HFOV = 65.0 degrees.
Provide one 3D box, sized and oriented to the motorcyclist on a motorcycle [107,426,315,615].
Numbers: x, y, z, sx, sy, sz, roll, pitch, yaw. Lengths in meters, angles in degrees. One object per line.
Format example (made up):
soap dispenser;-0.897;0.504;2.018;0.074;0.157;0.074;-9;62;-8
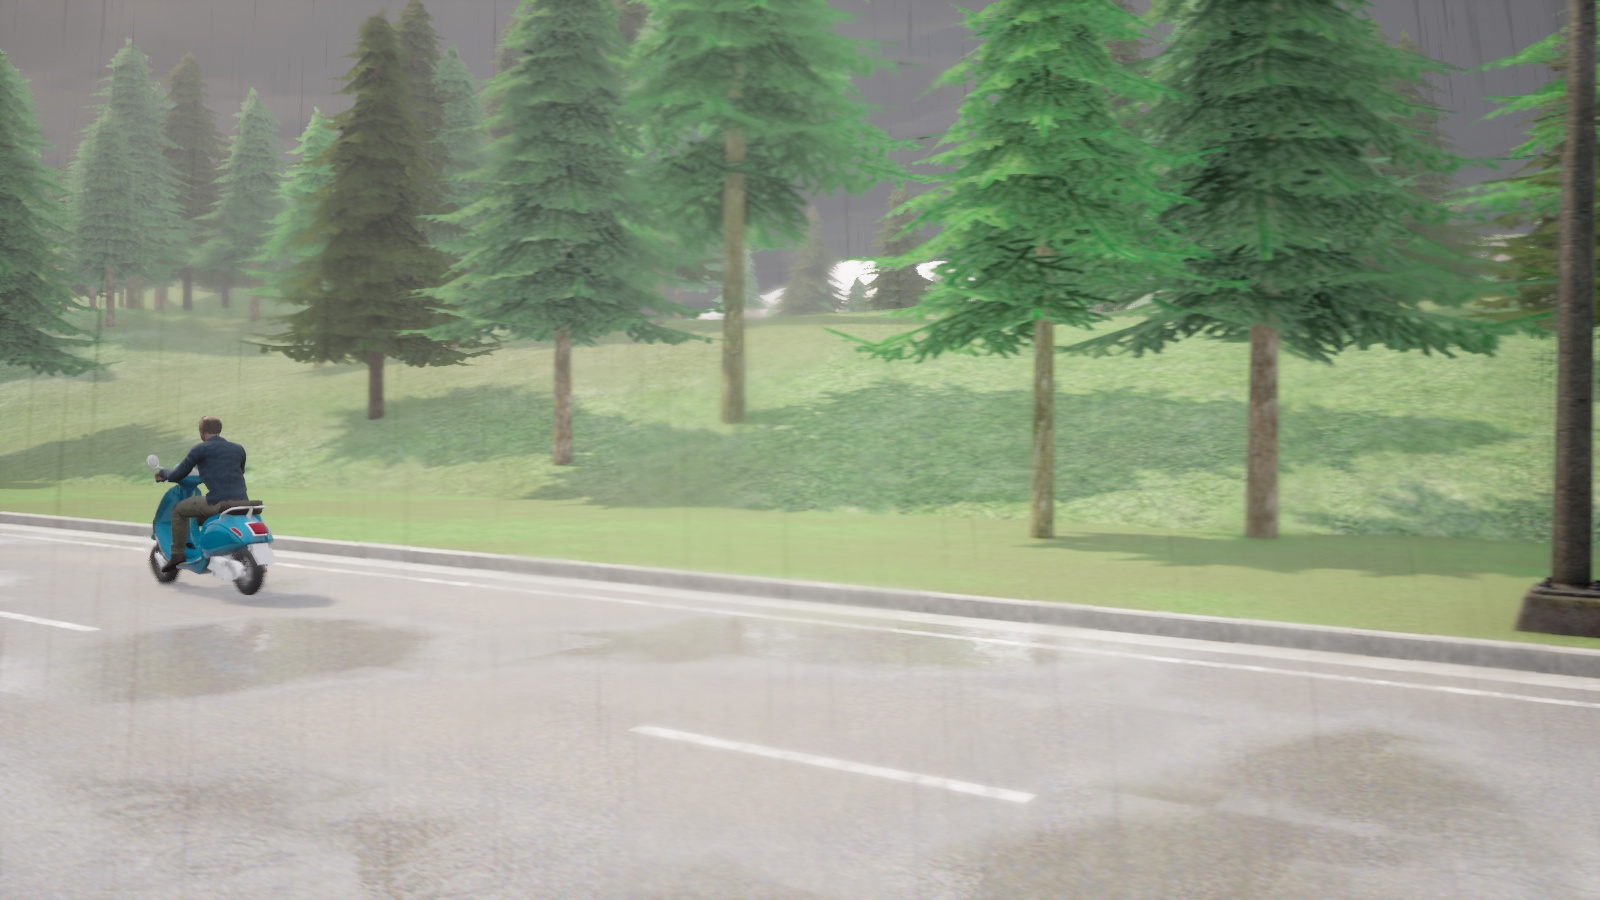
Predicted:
motorcyclist on a motorcycle;-5.347;0.584;11.377;1.817;1.590;0.866;0;1;34
